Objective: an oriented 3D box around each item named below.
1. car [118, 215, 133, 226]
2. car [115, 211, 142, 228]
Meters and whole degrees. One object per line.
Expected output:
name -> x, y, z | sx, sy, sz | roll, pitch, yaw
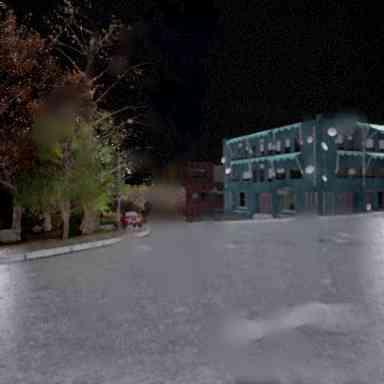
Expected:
car -> -12.975, 5.515, 64.776 | 2.150, 2.045, 5.566 | -1, -5, -4
car -> -7.867, 3.463, 42.002 | 2.150, 2.045, 5.566 | -1, -5, -21
